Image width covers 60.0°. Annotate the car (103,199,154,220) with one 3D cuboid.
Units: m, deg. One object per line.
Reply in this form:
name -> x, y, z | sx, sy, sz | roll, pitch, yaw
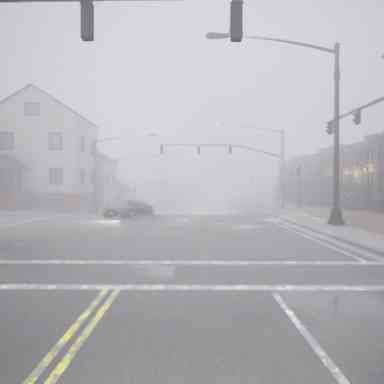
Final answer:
car -> -4.608, 1.211, 24.714 | 1.994, 1.385, 4.181 | 1, 1, 28
